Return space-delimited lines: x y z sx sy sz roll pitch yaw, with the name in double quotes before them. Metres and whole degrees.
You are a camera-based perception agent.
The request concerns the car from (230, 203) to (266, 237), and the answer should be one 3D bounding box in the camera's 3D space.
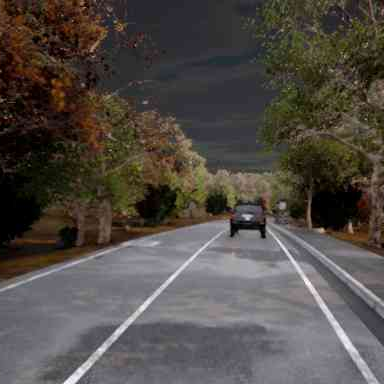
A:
"car" 3.700 1.799 21.972 2.150 2.045 5.566 1 -3 10
